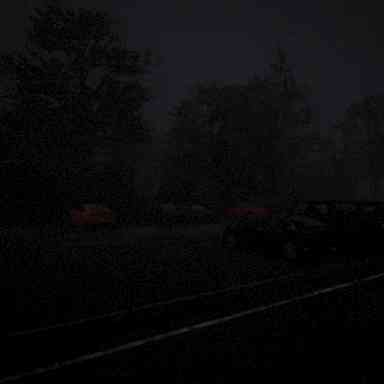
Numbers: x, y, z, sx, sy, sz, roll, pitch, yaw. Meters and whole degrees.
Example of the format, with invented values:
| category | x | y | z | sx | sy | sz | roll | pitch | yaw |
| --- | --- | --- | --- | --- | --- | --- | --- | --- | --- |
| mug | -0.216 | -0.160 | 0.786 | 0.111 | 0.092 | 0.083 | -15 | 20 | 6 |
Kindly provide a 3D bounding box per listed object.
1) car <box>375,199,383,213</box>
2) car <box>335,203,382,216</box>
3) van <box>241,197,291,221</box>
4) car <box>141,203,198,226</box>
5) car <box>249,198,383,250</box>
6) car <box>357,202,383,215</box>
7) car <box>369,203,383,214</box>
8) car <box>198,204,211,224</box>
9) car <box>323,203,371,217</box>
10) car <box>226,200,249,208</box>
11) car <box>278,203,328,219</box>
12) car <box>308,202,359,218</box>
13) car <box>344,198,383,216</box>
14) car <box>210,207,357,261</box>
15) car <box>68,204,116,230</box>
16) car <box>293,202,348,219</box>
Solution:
| category | x | y | z | sx | sy | sz | roll | pitch | yaw |
| --- | --- | --- | --- | --- | --- | --- | --- | --- | --- |
| car | 29.661 | 2.056 | 47.627 | 2.435 | 2.045 | 5.566 | 2 | -1 | -36 |
| car | 20.562 | 2.114 | 41.197 | 2.163 | 1.488 | 4.792 | 1 | -1 | -36 |
| van | 6.915 | 1.551 | 31.560 | 1.878 | 1.987 | 4.442 | 1 | -1 | -35 |
| car | -2.092 | 1.599 | 25.007 | 2.097 | 1.535 | 5.008 | 1 | 0 | -35 |
| car | 5.477 | 1.347 | 14.369 | 2.435 | 2.045 | 5.566 | 1 | -1 | -35 |
| car | 25.113 | 2.193 | 44.407 | 2.097 | 1.535 | 5.008 | 1 | -1 | -36 |
| car | 27.275 | 2.286 | 45.955 | 2.002 | 1.452 | 4.674 | 1 | -1 | -36 |
| car | 0.179 | 1.679 | 26.621 | 2.002 | 1.452 | 4.674 | 1 | -1 | -35 |
| car | 18.330 | 2.063 | 39.531 | 2.163 | 1.488 | 4.792 | 1 | -1 | -36 |
| car | 4.736 | 1.603 | 29.825 | 2.185 | 1.767 | 4.553 | 1 | -1 | -35 |
| car | 11.515 | 1.919 | 34.697 | 2.002 | 1.452 | 4.674 | 1 | -1 | -36 |
| car | 16.051 | 1.982 | 37.932 | 2.097 | 1.535 | 5.008 | 1 | -1 | -36 |
| car | 22.864 | 1.886 | 42.772 | 2.435 | 2.045 | 5.566 | 1 | -1 | -36 |
| car | 3.212 | 1.563 | 12.715 | 2.231 | 1.521 | 4.892 | 1 | -1 | -35 |
| car | -6.623 | 1.530 | 21.771 | 2.097 | 1.535 | 5.008 | 1 | 0 | -35 |
| car | 13.889 | 1.927 | 36.166 | 1.946 | 1.575 | 5.366 | 1 | -1 | -36 |
